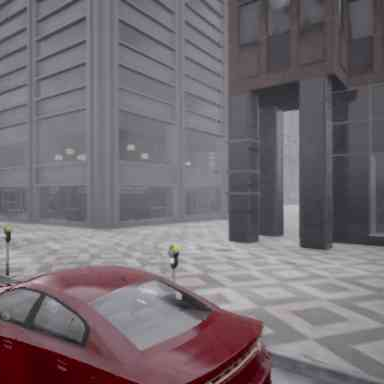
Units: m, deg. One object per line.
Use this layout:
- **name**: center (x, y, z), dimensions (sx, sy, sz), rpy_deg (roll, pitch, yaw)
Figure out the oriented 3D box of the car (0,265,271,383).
- **car**: center (-1.354, 1.569, 3.926), dimensions (4.507, 1.381, 1.887), rpy_deg (-1, 0, 35)
